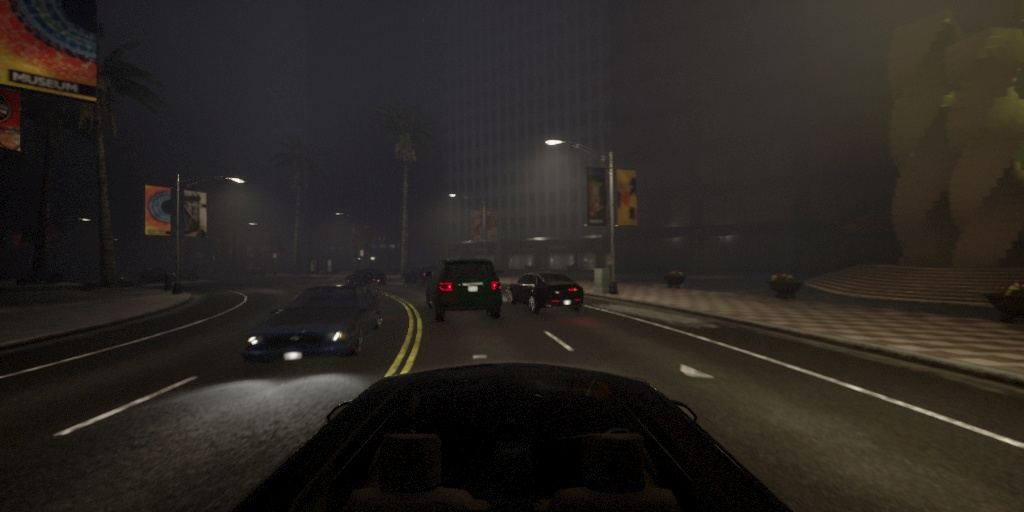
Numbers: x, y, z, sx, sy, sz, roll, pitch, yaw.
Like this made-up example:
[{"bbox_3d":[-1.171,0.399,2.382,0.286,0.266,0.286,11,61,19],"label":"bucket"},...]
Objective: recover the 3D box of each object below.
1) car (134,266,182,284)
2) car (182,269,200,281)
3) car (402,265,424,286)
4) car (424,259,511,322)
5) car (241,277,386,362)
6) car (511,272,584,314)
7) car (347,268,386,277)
[{"bbox_3d":[-37.673,2.000,38.149,4.553,1.767,2.097,-1,-1,29],"label":"car"},{"bbox_3d":[-39.541,2.257,43.200,4.674,1.442,1.812,-1,-1,29],"label":"car"},{"bbox_3d":[-7.553,1.531,30.162,2.097,1.767,4.553,0,-1,-40],"label":"car"},{"bbox_3d":[-1.950,1.133,13.463,2.150,2.045,5.566,0,-1,-17],"label":"car"},{"bbox_3d":[-4.463,1.439,9.013,2.033,1.411,5.357,-1,-1,-12],"label":"car"},{"bbox_3d":[1.203,1.393,14.719,1.837,1.490,4.892,0,-1,-17],"label":"car"},{"bbox_3d":[-12.303,1.744,30.210,1.837,1.490,4.892,1,-2,-44],"label":"car"}]
